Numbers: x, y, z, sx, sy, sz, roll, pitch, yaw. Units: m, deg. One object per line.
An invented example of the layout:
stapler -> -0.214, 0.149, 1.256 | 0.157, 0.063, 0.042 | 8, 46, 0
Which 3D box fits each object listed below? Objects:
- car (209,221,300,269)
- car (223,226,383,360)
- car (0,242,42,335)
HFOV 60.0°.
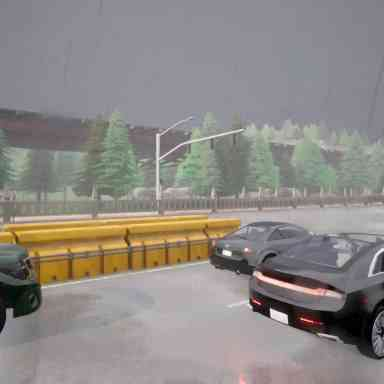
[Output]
car -> 2.547, 1.564, 9.846 | 4.181, 1.385, 1.994 | 0, 0, -36
car -> 3.157, 1.492, 5.985 | 4.902, 1.511, 2.128 | 0, 0, -36
car -> -5.079, 1.221, 4.429 | 5.566, 2.045, 2.150 | 0, 0, -35
